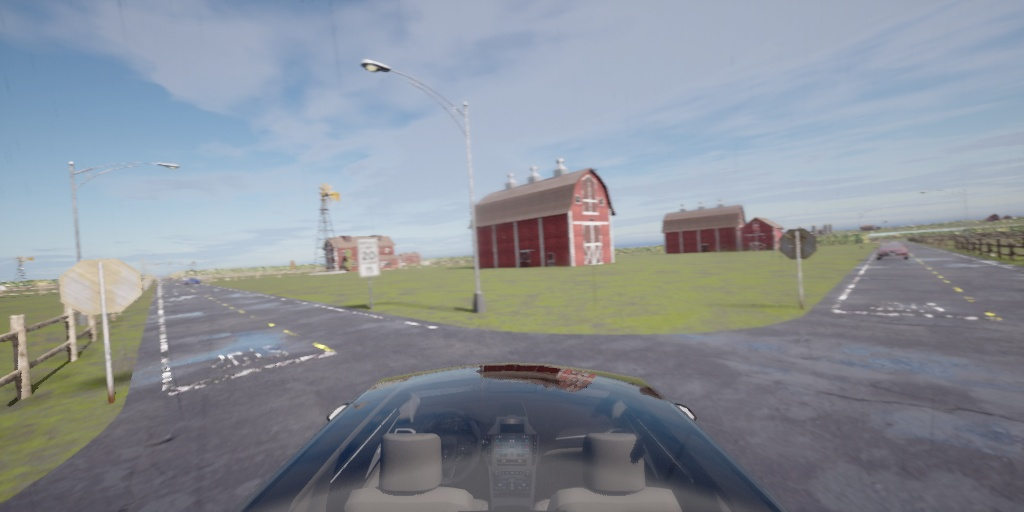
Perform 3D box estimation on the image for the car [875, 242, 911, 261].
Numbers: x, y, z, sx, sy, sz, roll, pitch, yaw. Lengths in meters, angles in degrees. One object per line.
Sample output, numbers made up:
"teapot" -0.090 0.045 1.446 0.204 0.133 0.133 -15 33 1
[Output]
"car" 32.930 -0.463 31.085 4.674 1.442 1.812 -3 -1 -44
